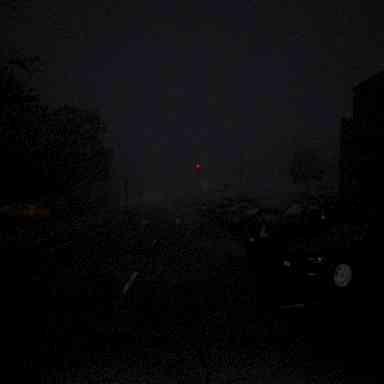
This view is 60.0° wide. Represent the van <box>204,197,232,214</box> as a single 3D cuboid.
[{"bbox_3d":[3.719,1.439,30.244,4.442,1.987,1.878,1,0,-24],"label":"van"}]

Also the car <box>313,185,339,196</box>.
[{"bbox_3d":[21.238,-0.054,51.616,2.435,2.045,5.566,-6,3,-29],"label":"car"}]

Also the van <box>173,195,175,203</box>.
[{"bbox_3d":[-1.468,1.952,79.853,4.442,1.987,1.878,1,0,-29],"label":"van"}]

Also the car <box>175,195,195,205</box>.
[{"bbox_3d":[-0.935,2.039,76.923,4.553,1.767,2.185,1,-1,-29],"label":"car"}]

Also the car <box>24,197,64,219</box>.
[{"bbox_3d":[-14.509,1.589,30.554,4.553,1.767,2.185,-1,0,-23],"label":"car"}]

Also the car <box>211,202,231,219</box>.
[{"bbox_3d":[4.148,1.669,24.261,4.674,1.452,2.002,1,-1,-23],"label":"car"}]

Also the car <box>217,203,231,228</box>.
[{"bbox_3d":[4.294,1.651,21.240,4.674,1.452,2.002,1,0,-23],"label":"car"}]

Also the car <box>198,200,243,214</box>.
[{"bbox_3d":[3.372,1.757,39.300,4.792,1.488,2.163,1,-1,-25],"label":"car"}]

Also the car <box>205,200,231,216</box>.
[{"bbox_3d":[4.004,1.649,27.276,4.892,1.521,2.231,1,0,-23],"label":"car"}]

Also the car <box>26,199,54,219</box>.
[{"bbox_3d":[-14.525,1.694,27.512,5.366,1.575,1.946,-1,0,-23],"label":"car"}]

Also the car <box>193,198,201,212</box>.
[{"bbox_3d":[3.248,1.698,36.242,5.366,1.575,1.946,1,0,-24],"label":"car"}]

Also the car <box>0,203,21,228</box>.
[{"bbox_3d":[-14.035,1.695,21.671,4.674,1.452,2.002,-1,0,-22],"label":"car"}]

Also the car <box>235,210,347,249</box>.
[{"bbox_3d":[4.513,1.614,15.207,4.674,1.452,2.002,1,-1,-22],"label":"car"}]

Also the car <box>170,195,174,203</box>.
[{"bbox_3d":[-1.873,1.941,82.864,5.566,2.045,2.435,1,0,-29],"label":"car"}]

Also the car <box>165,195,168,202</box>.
[{"bbox_3d":[-3.830,2.000,94.755,5.566,2.045,2.435,1,-1,-30],"label":"car"}]

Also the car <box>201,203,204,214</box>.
[{"bbox_3d":[3.659,1.560,33.318,4.553,1.767,2.185,1,0,-24],"label":"car"}]

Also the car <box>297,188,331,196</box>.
[{"bbox_3d":[18.280,0.522,51.161,2.002,1.452,4.674,-6,3,-29],"label":"car"}]

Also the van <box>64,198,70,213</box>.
[{"bbox_3d":[-14.638,1.508,33.546,4.442,1.987,1.878,-1,-1,-24],"label":"van"}]

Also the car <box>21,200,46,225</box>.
[{"bbox_3d":[-14.020,1.669,24.706,5.366,1.575,1.946,-1,-1,-23],"label":"car"}]

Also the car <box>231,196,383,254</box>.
[{"bbox_3d":[4.581,1.304,12.170,5.566,2.045,2.435,1,0,-22],"label":"car"}]

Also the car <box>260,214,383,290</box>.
[{"bbox_3d":[4.676,1.538,9.161,5.008,1.535,2.097,1,0,-21],"label":"car"}]
